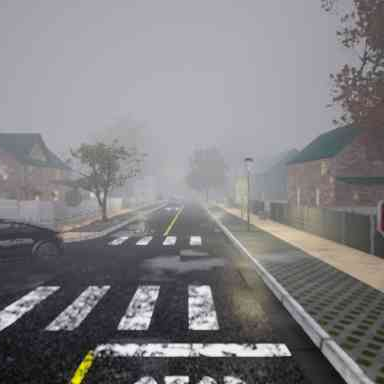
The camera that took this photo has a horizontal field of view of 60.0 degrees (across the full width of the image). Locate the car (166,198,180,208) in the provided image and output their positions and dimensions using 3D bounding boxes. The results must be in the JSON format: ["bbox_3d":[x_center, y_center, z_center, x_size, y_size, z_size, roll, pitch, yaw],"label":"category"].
[{"bbox_3d":[-2.836,1.624,50.643,2.033,1.411,5.357,0,0,0],"label":"car"}]

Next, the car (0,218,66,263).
[{"bbox_3d":[-6.309,1.581,10.667,4.181,1.385,1.994,-1,2,-33],"label":"car"}]
